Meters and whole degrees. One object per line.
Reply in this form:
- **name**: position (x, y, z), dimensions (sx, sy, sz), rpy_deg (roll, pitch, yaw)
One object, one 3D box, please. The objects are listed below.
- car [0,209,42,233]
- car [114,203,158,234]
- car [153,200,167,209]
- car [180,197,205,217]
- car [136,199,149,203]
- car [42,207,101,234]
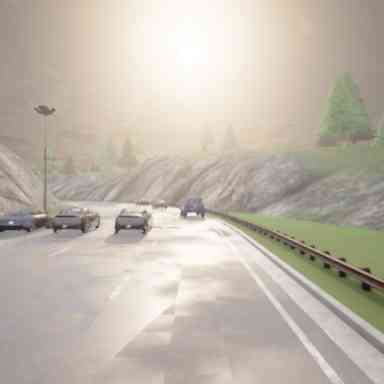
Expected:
- **car**: position (-10.544, 1.772, 21.273), dimensions (1.994, 1.385, 4.181), rpy_deg (0, 0, -2)
- **car**: position (-3.513, 1.692, 20.548), dimensions (2.128, 1.511, 4.902), rpy_deg (0, 0, -2)
- **car**: position (-5.358, 2.056, 54.902), dimensions (1.812, 1.442, 4.674), rpy_deg (0, -1, -18)
- **car**: position (0.004, 1.566, 35.375), dimensions (2.150, 2.045, 5.566), rpy_deg (0, -1, -8)
- **car**: position (-10.389, 2.130, 69.233), dimensions (1.837, 1.490, 4.892), rpy_deg (0, -1, -25)
- **car**: position (-7.012, 1.693, 20.567), dimensions (2.128, 1.511, 4.902), rpy_deg (0, 0, -2)
